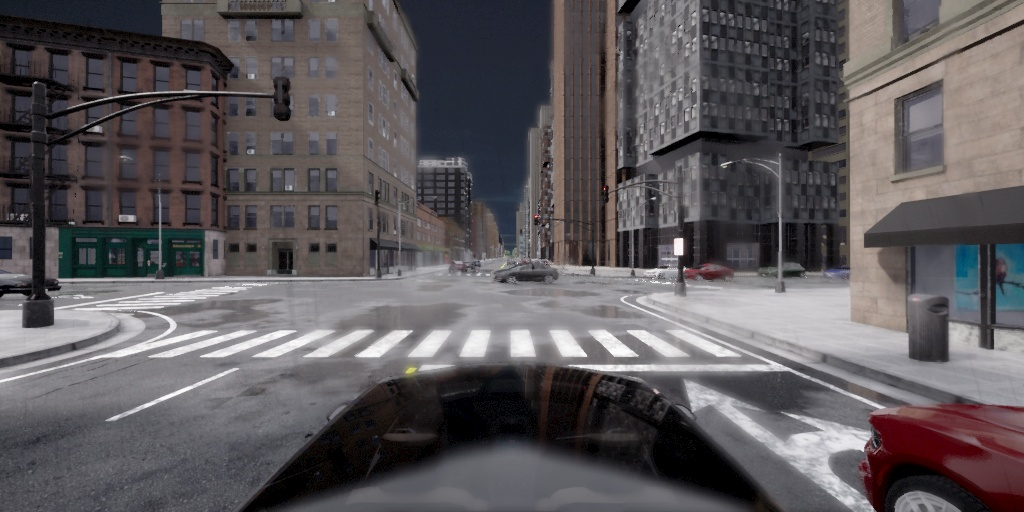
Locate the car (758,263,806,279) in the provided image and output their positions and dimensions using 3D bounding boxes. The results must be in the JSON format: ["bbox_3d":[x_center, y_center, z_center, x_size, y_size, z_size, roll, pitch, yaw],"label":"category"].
[{"bbox_3d":[28.555,1.494,38.020,4.553,1.767,2.097,1,0,-13],"label":"car"}]

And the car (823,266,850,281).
[{"bbox_3d":[33.677,1.704,35.958,4.674,1.442,1.812,1,-1,-13],"label":"car"}]

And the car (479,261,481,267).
[{"bbox_3d":[-6.673,1.324,64.625,1.994,1.385,4.181,0,0,0],"label":"car"}]

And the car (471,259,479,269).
[{"bbox_3d":[-6.683,1.251,54.663,2.128,1.511,4.902,0,0,0],"label":"car"}]

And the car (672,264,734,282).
[{"bbox_3d":[16.897,1.458,31.274,5.008,1.535,1.882,1,0,-17],"label":"car"}]

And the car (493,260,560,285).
[{"bbox_3d":[1.034,1.263,25.858,4.892,1.490,1.837,1,0,-20],"label":"car"}]

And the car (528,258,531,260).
[{"bbox_3d":[3.303,1.232,41.519,1.882,1.535,5.008,-1,0,-4],"label":"car"}]

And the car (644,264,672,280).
[{"bbox_3d":[14.842,1.508,34.031,4.674,1.442,1.812,1,0,-18],"label":"car"}]

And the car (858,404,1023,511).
[{"bbox_3d":[3.353,1.228,0.399,1.882,1.535,5.008,0,0,0],"label":"car"}]

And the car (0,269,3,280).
[{"bbox_3d":[-21.029,1.021,11.451,5.357,1.411,2.033,1,0,-13],"label":"car"}]

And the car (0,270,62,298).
[{"bbox_3d":[-22.317,1.032,14.441,5.357,1.411,2.033,1,0,-16],"label":"car"}]

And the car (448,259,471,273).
[{"bbox_3d":[-6.672,1.283,44.703,1.812,1.442,4.674,0,0,0],"label":"car"}]
